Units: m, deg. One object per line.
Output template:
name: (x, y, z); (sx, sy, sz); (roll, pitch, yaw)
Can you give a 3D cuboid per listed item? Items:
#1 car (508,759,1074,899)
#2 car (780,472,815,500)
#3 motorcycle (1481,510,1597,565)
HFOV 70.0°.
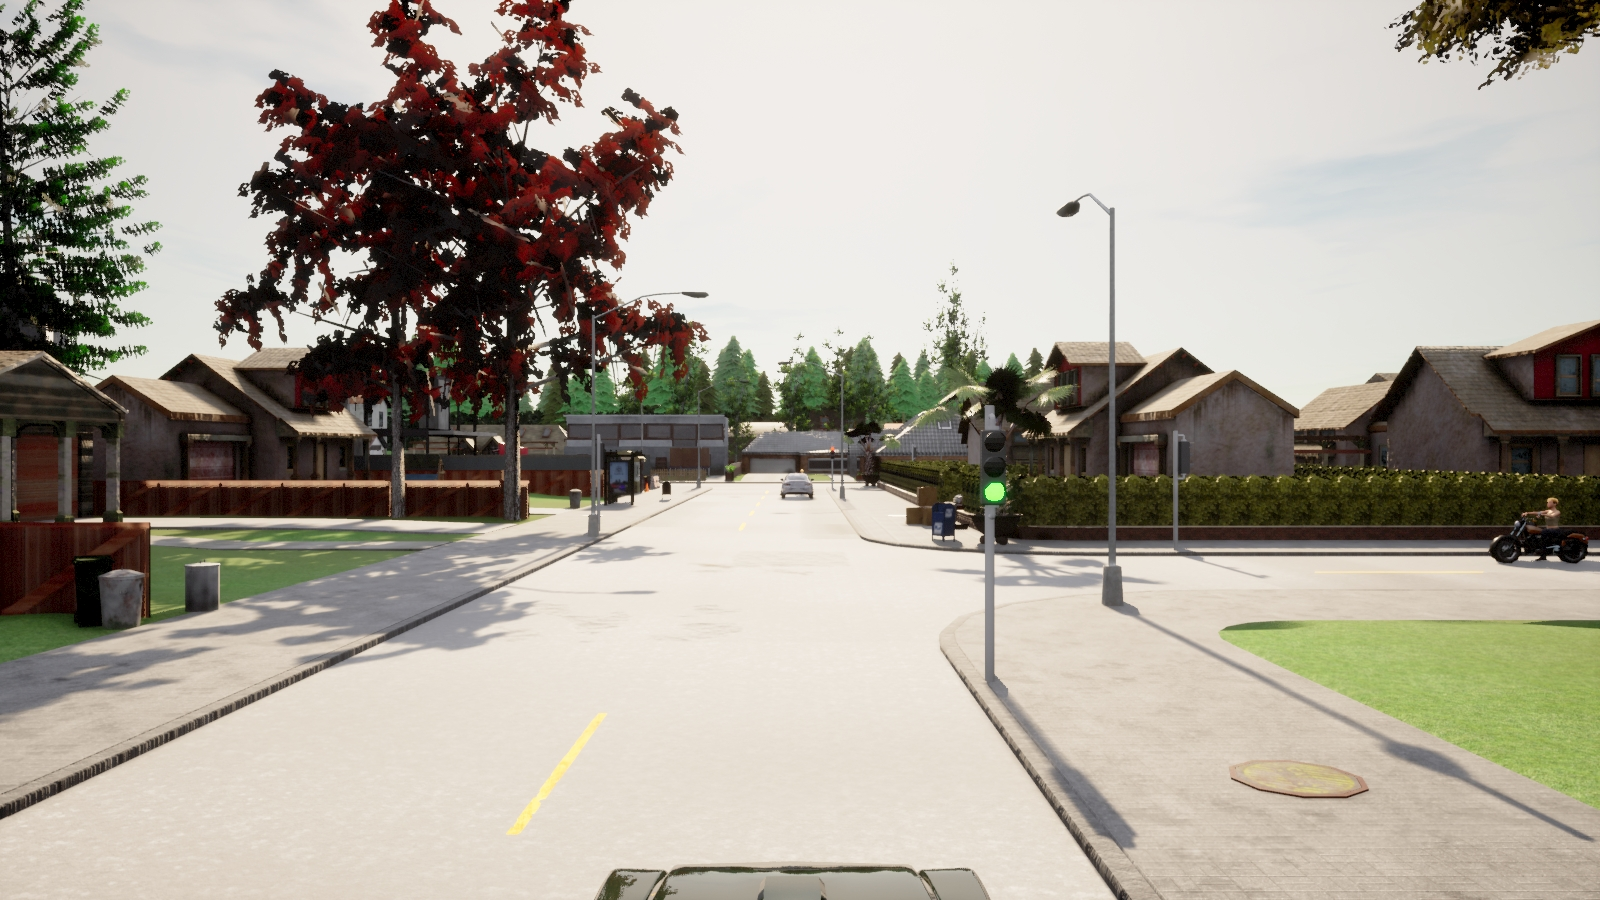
car: (-0.028, 2.155, 3.193); (1.895, 1.301, 4.718); (0, 0, 0)
car: (-0.164, 2.081, 66.907); (2.002, 1.442, 4.674); (0, 0, 0)
motorcycle: (18.237, 2.155, 28.222); (2.356, 1.307, 0.764); (0, 0, 0)
